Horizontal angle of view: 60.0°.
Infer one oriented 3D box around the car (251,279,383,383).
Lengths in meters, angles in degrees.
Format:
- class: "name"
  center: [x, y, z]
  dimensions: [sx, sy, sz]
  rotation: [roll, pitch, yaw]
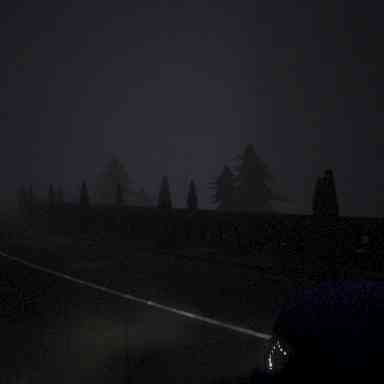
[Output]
- class: "car"
  center: [3.136, 1.226, 1.828]
  dimensions: [5.566, 2.045, 2.150]
  rotation: [0, 0, 35]
